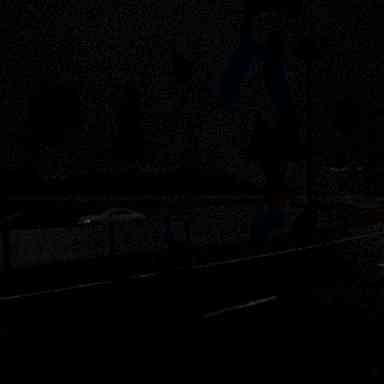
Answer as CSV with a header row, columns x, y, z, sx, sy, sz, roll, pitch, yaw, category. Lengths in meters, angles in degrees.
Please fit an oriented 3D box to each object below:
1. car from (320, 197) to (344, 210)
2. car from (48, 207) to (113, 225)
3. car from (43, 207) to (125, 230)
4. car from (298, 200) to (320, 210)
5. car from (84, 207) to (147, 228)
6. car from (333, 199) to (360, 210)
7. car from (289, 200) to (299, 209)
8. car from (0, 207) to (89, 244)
x,y,z,sx,sy,sz,roll,pitch,yaw,category
21.929,1.770,50.987,2.150,2.045,5.566,-1,-1,37,car
-9.258,1.949,27.826,4.718,1.301,1.895,0,-1,-39,car
-7.838,1.854,24.473,5.357,1.411,2.033,0,-1,-39,car
19.417,2.131,53.450,2.033,1.411,5.357,-1,-1,38,car
-5.244,1.798,22.103,4.674,1.442,1.812,0,-1,-39,car
20.689,2.013,43.604,2.033,1.411,5.357,-1,-1,38,car
18.783,2.190,58.417,2.033,1.411,5.357,-1,-1,37,car
-7.810,1.681,15.718,5.008,1.535,1.882,0,-1,-37,car
